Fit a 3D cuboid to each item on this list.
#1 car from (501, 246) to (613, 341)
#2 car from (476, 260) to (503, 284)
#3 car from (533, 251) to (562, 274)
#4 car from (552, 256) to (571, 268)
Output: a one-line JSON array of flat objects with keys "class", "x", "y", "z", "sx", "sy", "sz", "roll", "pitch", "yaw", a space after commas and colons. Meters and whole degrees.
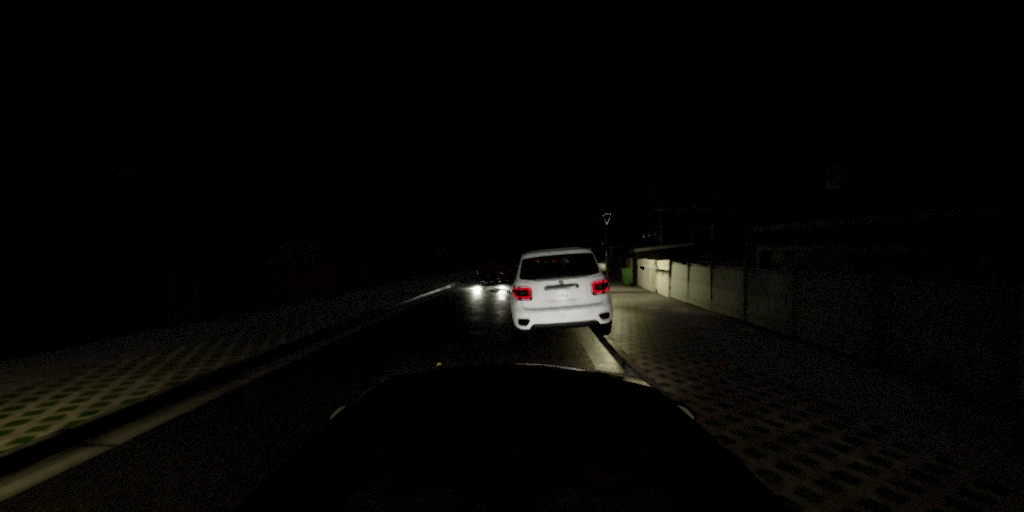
[{"class": "car", "x": 1.130, "y": 0.817, "z": 9.651, "sx": 2.150, "sy": 2.045, "sz": 5.566, "roll": -5, "pitch": 0, "yaw": 3}, {"class": "car", "x": -1.116, "y": 0.988, "z": 24.619, "sx": 1.882, "sy": 1.535, "sz": 5.008, "roll": 0, "pitch": 1, "yaw": 8}, {"class": "car", "x": 3.573, "y": 0.628, "z": 35.107, "sx": 2.150, "sy": 2.045, "sz": 5.566, "roll": 0, "pitch": 0, "yaw": 12}, {"class": "car", "x": 6.819, "y": 0.806, "z": 48.962, "sx": 1.812, "sy": 1.442, "sz": 4.674, "roll": 0, "pitch": 1, "yaw": 17}]
